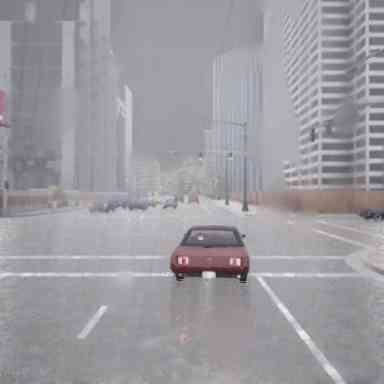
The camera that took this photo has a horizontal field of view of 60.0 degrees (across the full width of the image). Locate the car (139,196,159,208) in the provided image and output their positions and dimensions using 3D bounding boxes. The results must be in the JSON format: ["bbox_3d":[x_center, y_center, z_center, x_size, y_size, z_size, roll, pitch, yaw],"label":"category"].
[{"bbox_3d":[-6.860,1.778,53.415,1.994,1.385,4.181,0,0,0],"label":"car"}]

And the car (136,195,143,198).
[{"bbox_3d":[-10.300,1.783,58.834,2.033,1.411,5.357,0,0,1],"label":"car"}]

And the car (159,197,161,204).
[{"bbox_3d":[-6.741,1.734,63.864,1.882,1.535,5.008,0,0,0],"label":"car"}]

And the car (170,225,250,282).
[{"bbox_3d":[0.663,1.641,9.915,1.895,1.301,4.718,0,0,7],"label":"car"}]

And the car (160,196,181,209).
[{"bbox_3d":[-3.170,1.750,50.328,2.033,1.411,5.357,0,0,0],"label":"car"}]

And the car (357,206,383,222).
[{"bbox_3d":[16.237,1.713,27.212,4.718,1.301,1.895,0,0,0],"label":"car"}]

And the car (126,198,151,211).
[{"bbox_3d":[-6.911,1.775,43.411,1.895,1.301,4.718,0,0,0],"label":"car"}]

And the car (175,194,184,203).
[{"bbox_3d":[-3.144,1.552,81.094,2.150,2.045,5.566,0,0,0],"label":"car"}]

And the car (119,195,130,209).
[{"bbox_3d":[-10.368,1.416,48.583,2.150,2.045,5.566,0,0,0],"label":"car"}]

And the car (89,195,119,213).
[{"bbox_3d":[-10.431,1.508,38.999,2.097,1.767,4.553,0,0,0],"label":"car"}]

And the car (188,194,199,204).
[{"bbox_3d":[0.307,1.498,70.006,2.150,2.045,5.566,0,0,0],"label":"car"}]

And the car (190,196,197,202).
[{"bbox_3d":[0.354,1.679,80.677,1.812,1.442,4.674,0,0,0],"label":"car"}]
